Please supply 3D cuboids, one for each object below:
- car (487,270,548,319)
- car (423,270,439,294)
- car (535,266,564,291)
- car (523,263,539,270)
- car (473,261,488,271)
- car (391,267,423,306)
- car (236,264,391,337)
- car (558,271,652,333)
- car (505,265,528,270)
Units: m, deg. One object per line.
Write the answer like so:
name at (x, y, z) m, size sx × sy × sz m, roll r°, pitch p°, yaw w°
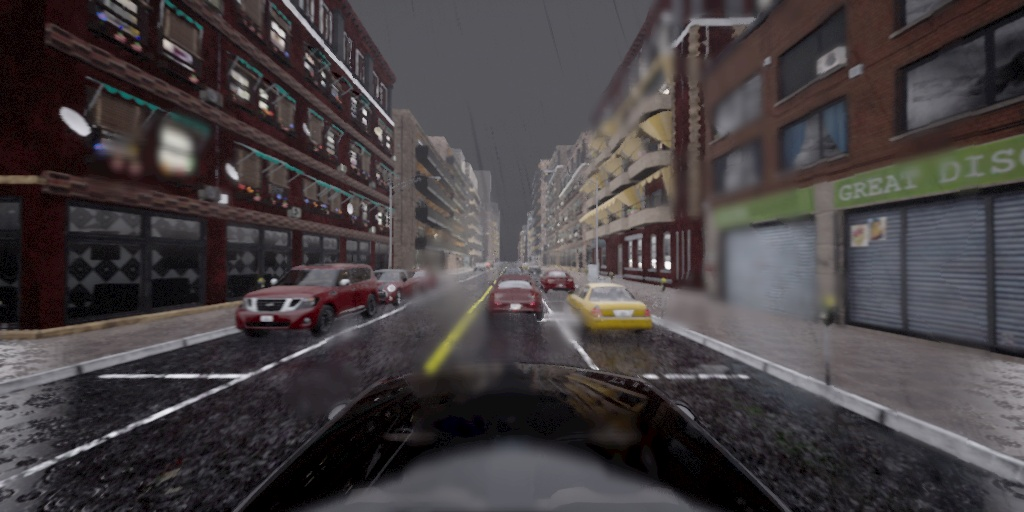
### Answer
car at (0.106, 1.397, 13.222) m, size 1.812 × 1.442 × 4.674 m, roll 0°, pitch -1°, yaw 0°
car at (-5.683, 1.510, 22.094) m, size 1.888 × 1.381 × 4.507 m, roll 0°, pitch 0°, yaw 0°
car at (2.698, 1.510, 22.086) m, size 1.888 × 1.381 × 4.507 m, roll 0°, pitch 0°, yaw 0°
car at (2.708, 1.752, 44.629) m, size 2.007 × 1.370 × 4.403 m, roll 0°, pitch 0°, yaw 0°
car at (-5.665, 1.927, 61.545) m, size 2.007 × 1.370 × 4.403 m, roll 0°, pitch 0°, yaw 0°
car at (-5.686, 1.345, 16.457) m, size 1.967 × 1.591 × 4.097 m, roll 0°, pitch 0°, yaw 0°
car at (-5.688, 1.161, 10.822) m, size 2.192 × 1.841 × 5.009 m, roll 0°, pitch 0°, yaw 0°
car at (2.693, 1.372, 10.984) m, size 1.751 × 1.417 × 4.829 m, roll 0°, pitch 0°, yaw 0°
car at (0.113, 1.653, 30.442) m, size 1.895 × 1.301 × 4.718 m, roll 0°, pitch -1°, yaw 0°
